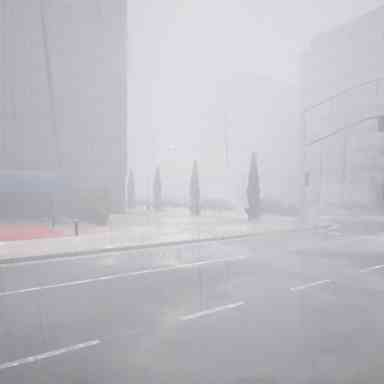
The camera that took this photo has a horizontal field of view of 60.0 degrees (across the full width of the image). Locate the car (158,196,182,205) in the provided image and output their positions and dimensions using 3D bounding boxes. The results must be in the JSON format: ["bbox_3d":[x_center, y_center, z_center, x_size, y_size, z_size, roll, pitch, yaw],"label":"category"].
[{"bbox_3d":[-4.170,1.547,62.396,2.033,1.411,5.357,0,0,-35],"label":"car"}]

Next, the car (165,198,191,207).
[{"bbox_3d":[-2.298,1.601,53.257,1.895,1.301,4.718,0,0,-35],"label":"car"}]

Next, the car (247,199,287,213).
[{"bbox_3d":[8.433,1.564,37.833,1.994,1.385,4.181,0,0,-35],"label":"car"}]

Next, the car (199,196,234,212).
[{"bbox_3d":[2.922,1.491,39.622,2.128,1.511,4.902,0,0,-35],"label":"car"}]

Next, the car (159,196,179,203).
[{"bbox_3d":[-4.875,1.601,69.501,1.895,1.301,4.718,0,0,-35],"label":"car"}]

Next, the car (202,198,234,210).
[{"bbox_3d":[3.429,1.526,45.021,1.812,1.442,4.674,0,0,-35],"label":"car"}]

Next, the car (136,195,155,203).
[{"bbox_3d":[-9.891,1.520,70.420,2.128,1.511,4.902,0,0,-35],"label":"car"}]

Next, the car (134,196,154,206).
[{"bbox_3d":[-8.199,1.526,55.646,1.812,1.442,4.674,0,0,-34],"label":"car"}]

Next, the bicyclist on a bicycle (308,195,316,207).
[{"bbox_3d":[16.852,1.301,46.709,1.656,1.620,0.582,0,0,-35],"label":"bicyclist on a bicycle"}]

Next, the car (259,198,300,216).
[{"bbox_3d":[8.123,1.352,32.152,2.097,1.767,4.553,0,0,-35],"label":"car"}]

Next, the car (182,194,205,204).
[{"bbox_3d":[0.256,1.352,62.167,2.097,1.767,4.553,0,0,-35],"label":"car"}]

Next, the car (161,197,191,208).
[{"bbox_3d":[-2.648,1.547,47.623,2.033,1.411,5.357,0,0,-35],"label":"car"}]
